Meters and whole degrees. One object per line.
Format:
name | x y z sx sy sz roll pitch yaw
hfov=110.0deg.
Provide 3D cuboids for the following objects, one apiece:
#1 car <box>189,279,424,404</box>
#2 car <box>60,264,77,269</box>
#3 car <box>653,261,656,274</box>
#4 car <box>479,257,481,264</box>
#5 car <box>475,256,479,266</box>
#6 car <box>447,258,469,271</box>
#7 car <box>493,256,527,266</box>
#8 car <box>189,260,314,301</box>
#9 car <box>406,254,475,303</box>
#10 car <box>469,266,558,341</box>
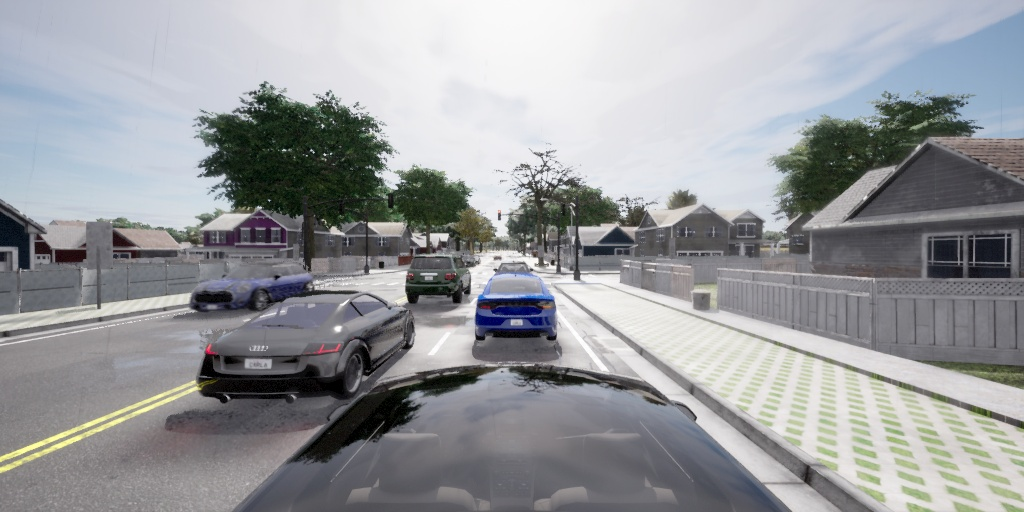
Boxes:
car | -3.157 1.308 6.470 1.994 1.385 4.181 0 0 0
car | -37.828 1.394 30.131 4.892 1.490 1.837 -1 1 6
car | 12.675 1.095 32.532 4.718 1.301 1.895 0 1 1
car | -6.652 0.728 64.518 2.033 1.411 5.357 0 1 0
car | -6.661 0.715 54.238 2.097 1.767 4.553 0 1 0
car | -6.663 1.011 44.800 2.033 1.411 5.357 0 1 0
car | 0.074 1.041 18.842 2.097 1.767 4.553 0 0 0
car | -9.822 1.069 13.987 2.097 1.767 4.553 0 0 0
car | -3.173 0.927 16.351 2.150 2.045 5.566 0 0 0
car | 0.088 1.213 9.887 1.882 1.535 5.008 0 0 0
